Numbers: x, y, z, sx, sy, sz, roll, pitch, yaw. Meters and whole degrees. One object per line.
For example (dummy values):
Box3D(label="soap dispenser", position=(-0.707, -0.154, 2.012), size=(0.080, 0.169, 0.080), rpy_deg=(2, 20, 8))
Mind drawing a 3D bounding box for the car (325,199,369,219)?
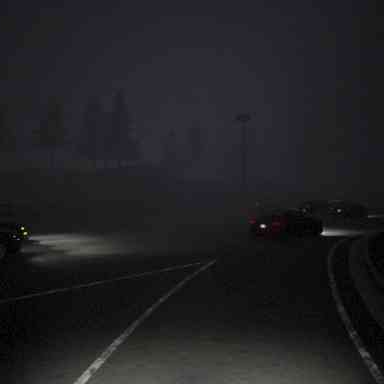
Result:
Box3D(label="car", position=(13.949, 1.559, 29.451), size=(4.181, 1.385, 1.994), rpy_deg=(0, 0, -41))

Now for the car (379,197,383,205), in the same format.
Box3D(label="car", position=(32.760, 1.516, 55.518), size=(4.674, 1.442, 1.812), rpy_deg=(0, 0, -41))

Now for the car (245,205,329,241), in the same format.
Box3D(label="car", position=(4.776, 1.560, 16.688), size=(4.181, 1.385, 1.994), rpy_deg=(0, 0, -41))

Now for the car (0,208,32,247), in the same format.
Box3D(label="car", position=(-9.387, 1.503, 13.527), size=(4.892, 1.490, 1.837), rpy_deg=(0, 0, -41))

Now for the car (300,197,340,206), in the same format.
Box3D(label="car", position=(12.257, 1.499, 32.626), size=(4.892, 1.490, 1.837), rpy_deg=(0, 0, -41))

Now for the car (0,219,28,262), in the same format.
Box3D(label="car", position=(-7.969, 1.476, 10.112), size=(5.008, 1.535, 1.882), rpy_deg=(0, 0, -41))

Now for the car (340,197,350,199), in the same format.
Box3D(label="car", position=(23.824, 1.483, 52.168), size=(4.902, 1.511, 2.128), rpy_deg=(0, 0, -41))

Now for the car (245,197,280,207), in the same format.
Box3D(label="car", position=(8.239, 1.344, 38.416), size=(4.553, 1.767, 2.097), rpy_deg=(0, 0, -41))
